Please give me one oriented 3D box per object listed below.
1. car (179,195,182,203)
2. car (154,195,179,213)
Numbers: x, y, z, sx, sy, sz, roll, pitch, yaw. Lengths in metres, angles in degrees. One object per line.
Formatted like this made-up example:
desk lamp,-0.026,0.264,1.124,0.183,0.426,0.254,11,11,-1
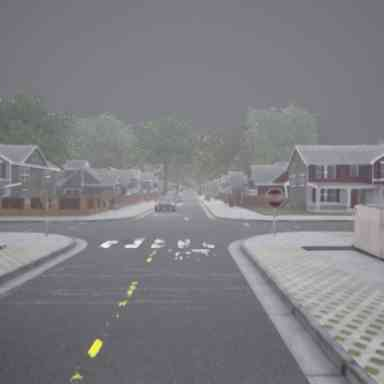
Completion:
car,-2.765,1.231,60.060,2.128,1.511,4.902,0,0,0
car,-2.759,1.156,35.153,2.097,1.767,4.553,0,0,0
